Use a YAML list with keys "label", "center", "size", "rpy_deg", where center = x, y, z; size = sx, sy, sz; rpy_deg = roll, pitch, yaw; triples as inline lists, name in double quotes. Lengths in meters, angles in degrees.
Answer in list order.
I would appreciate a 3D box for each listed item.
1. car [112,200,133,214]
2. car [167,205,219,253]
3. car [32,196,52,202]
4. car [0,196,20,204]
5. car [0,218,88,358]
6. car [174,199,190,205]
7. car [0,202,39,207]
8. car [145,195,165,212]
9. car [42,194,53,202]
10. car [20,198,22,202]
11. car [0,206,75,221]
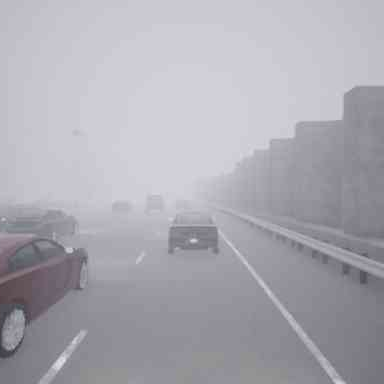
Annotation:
- label: "car"
  center: [-7.869, 1.592, 37.787]
  size: [1.882, 1.535, 5.008]
  rpy_deg: [0, 0, -4]
- label: "car"
  center: [0.022, 1.520, 13.906]
  size: [1.882, 1.535, 5.008]
  rpy_deg: [0, 0, -1]
- label: "car"
  center: [-23.365, 1.752, 50.847]
  size: [1.895, 1.301, 4.718]
  rpy_deg: [0, 0, -9]
- label: "car"
  center: [-31.608, 1.673, 56.428]
  size: [2.128, 1.511, 4.902]
  rpy_deg: [0, 0, -10]
- label: "car"
  center: [-3.411, 1.496, 6.052]
  size: [1.882, 1.535, 5.008]
  rpy_deg: [0, 0, 0]
- label: "car"
  center: [-1.410, 1.630, 44.991]
  size: [2.128, 1.511, 4.902]
  rpy_deg: [0, 0, -7]
- label: "car"
  center: [-10.609, 1.611, 21.141]
  size: [2.033, 1.411, 5.357]
  rpy_deg: [0, 0, -2]
- label: "car"
  center: [-4.472, 1.345, 40.217]
  size: [2.150, 2.045, 5.566]
  rpy_deg: [0, 0, -5]
- label: "car"
  center: [-32.567, 1.428, 74.545]
  size: [2.150, 2.045, 5.566]
  rpy_deg: [0, 0, -16]
- label: "car"
  center: [-40.650, 1.709, 76.781]
  size: [1.994, 1.385, 4.181]
  rpy_deg: [0, 0, -18]
- label: "car"
  center: [-7.009, 1.554, 16.056]
  size: [1.837, 1.490, 4.892]
  rpy_deg: [0, 0, -1]
